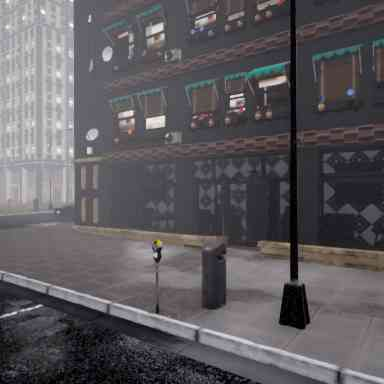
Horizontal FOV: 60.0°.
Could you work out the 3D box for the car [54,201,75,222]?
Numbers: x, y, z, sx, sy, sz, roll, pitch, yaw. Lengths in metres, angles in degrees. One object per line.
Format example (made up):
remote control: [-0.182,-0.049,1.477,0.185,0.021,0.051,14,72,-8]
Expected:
car: [-7.286,1.279,22.789,1.947,1.339,4.313,1,1,35]
